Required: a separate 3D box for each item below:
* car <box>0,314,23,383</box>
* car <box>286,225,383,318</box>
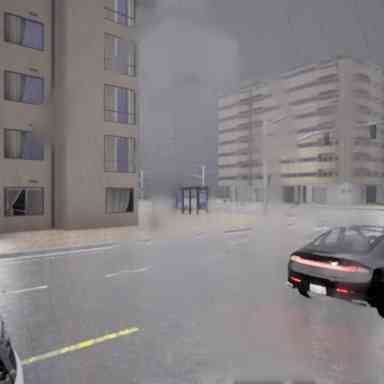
[{"bbox_3d":[-3.784,1.220,1.347,5.566,2.045,2.150,0,0,-32],"label":"car"},{"bbox_3d":[4.096,1.495,7.354,4.902,1.511,2.128,0,0,-39],"label":"car"}]
